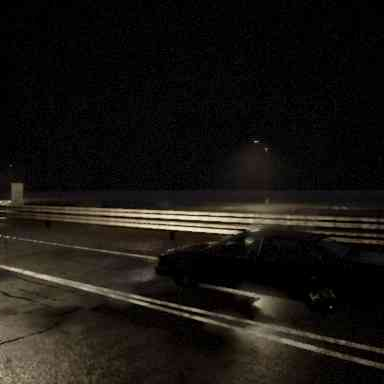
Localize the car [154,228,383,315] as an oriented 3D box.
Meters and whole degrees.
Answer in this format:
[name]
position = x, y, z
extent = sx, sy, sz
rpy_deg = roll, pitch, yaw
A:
[car]
position = 1.712, 1.553, 7.532
extent = 5.357, 1.411, 2.033
rpy_deg = 0, 0, 33
